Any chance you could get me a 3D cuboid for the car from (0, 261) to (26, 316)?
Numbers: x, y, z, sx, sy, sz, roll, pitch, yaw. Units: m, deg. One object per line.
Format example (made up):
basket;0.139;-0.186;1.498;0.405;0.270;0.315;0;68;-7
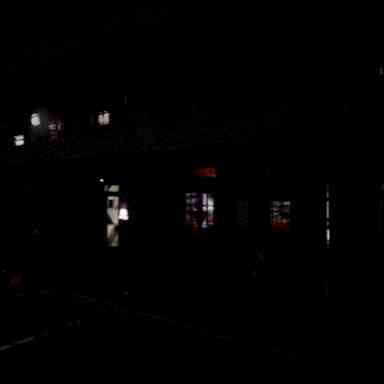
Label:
car;-4.770;1.624;6.265;4.206;1.307;1.802;0;1;36
